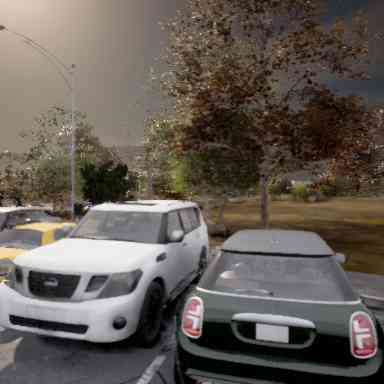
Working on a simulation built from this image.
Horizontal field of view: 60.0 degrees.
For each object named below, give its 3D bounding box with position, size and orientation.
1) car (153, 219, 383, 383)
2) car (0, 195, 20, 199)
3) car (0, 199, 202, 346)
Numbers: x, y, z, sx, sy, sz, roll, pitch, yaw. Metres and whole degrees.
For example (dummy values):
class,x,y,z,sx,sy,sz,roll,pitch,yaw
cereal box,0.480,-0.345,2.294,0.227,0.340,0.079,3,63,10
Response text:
class,x,y,z,sx,sy,sz,roll,pitch,yaw
car,1.295,1.359,5.158,2.185,1.767,4.553,0,-1,15
car,-8.472,1.111,11.931,2.435,2.045,5.566,1,0,14
car,-1.132,1.217,6.868,2.435,2.045,5.566,1,0,15
